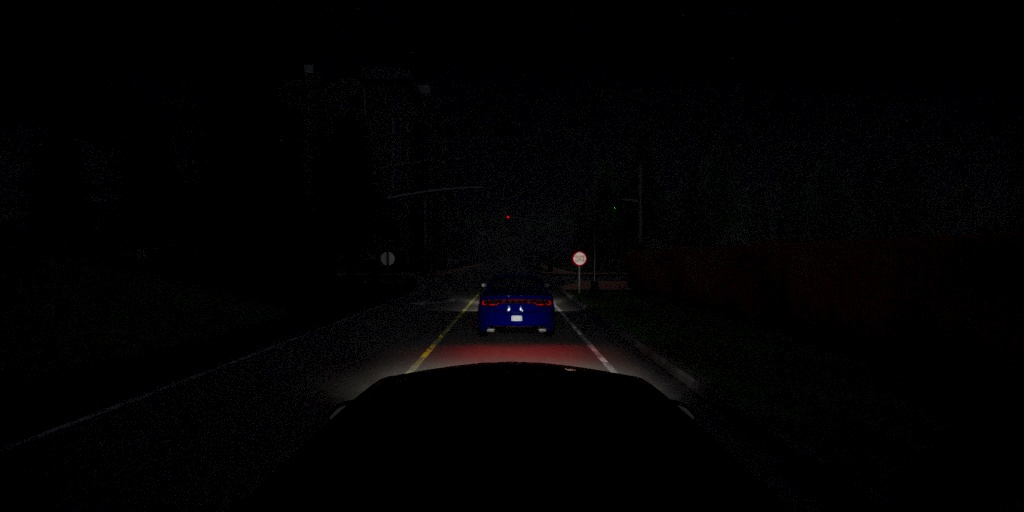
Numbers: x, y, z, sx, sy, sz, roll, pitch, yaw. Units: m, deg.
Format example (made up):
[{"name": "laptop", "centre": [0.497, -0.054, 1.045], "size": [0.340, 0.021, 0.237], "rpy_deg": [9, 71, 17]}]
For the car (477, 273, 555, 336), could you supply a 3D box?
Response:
[{"name": "car", "centre": [0.098, 1.228, 10.415], "size": [1.882, 1.535, 5.008], "rpy_deg": [0, 0, 0]}]
